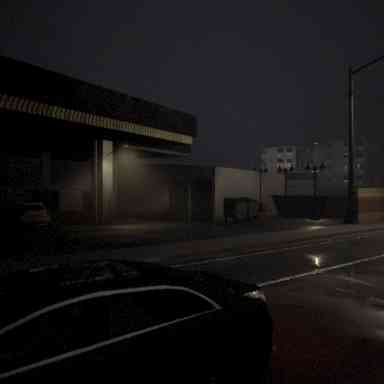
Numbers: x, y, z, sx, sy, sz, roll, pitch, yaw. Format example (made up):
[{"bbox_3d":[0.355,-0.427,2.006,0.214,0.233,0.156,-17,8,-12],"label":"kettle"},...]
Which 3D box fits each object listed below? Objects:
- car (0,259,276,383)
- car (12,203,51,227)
[{"bbox_3d":[-1.335,1.491,3.032,4.902,1.511,2.128,0,0,-36],"label":"car"},{"bbox_3d":[-10.675,1.456,22.009,1.970,1.475,3.806,0,0,-35],"label":"car"}]
